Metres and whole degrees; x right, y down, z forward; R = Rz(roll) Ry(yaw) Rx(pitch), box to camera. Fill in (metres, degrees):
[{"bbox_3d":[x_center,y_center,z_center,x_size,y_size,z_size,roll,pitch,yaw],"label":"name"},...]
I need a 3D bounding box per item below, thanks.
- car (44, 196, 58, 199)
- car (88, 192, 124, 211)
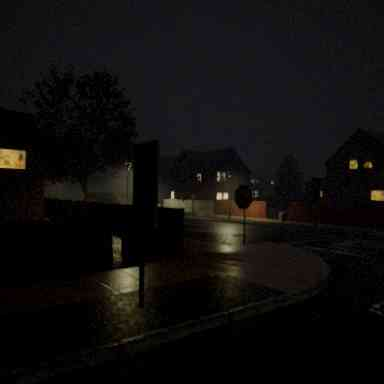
[{"bbox_3d":[-19.573,1.327,46.386,1.837,1.490,4.892,2,-1,-37],"label":"car"},{"bbox_3d":[-8.339,1.059,31.272,2.150,2.045,5.566,2,-1,-37],"label":"car"}]
